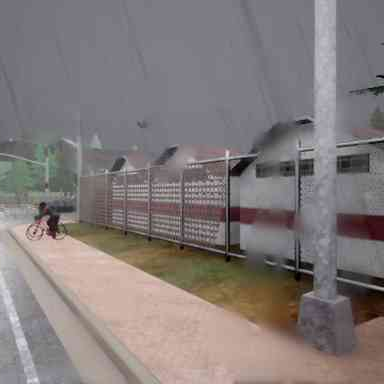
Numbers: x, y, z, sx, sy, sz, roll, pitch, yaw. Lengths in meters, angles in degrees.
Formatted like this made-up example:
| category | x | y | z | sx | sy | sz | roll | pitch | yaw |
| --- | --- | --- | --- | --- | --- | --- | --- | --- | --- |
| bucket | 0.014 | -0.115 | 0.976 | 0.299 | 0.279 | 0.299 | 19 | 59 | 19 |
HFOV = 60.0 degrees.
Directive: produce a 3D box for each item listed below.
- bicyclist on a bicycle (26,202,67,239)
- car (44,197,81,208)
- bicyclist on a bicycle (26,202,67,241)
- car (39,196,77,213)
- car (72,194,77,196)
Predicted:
| category | x | y | z | sx | sy | sz | roll | pitch | yaw |
| --- | --- | --- | --- | --- | --- | --- | --- | --- | --- |
| bicyclist on a bicycle | -6.794 | 1.298 | 15.583 | 1.656 | 1.620 | 0.582 | 0 | 0 | -39 |
| car | -19.508 | 1.493 | 50.096 | 4.892 | 1.490 | 1.837 | 0 | 0 | -35 |
| bicyclist on a bicycle | -6.278 | 1.298 | 14.363 | 1.656 | 1.620 | 0.582 | 0 | 0 | -14 |
| car | -12.664 | 1.499 | 33.293 | 4.892 | 1.490 | 1.837 | -1 | 0 | -35 |
| car | -11.285 | 1.214 | 38.516 | 5.566 | 2.045 | 2.150 | 0 | 0 | -35 |
